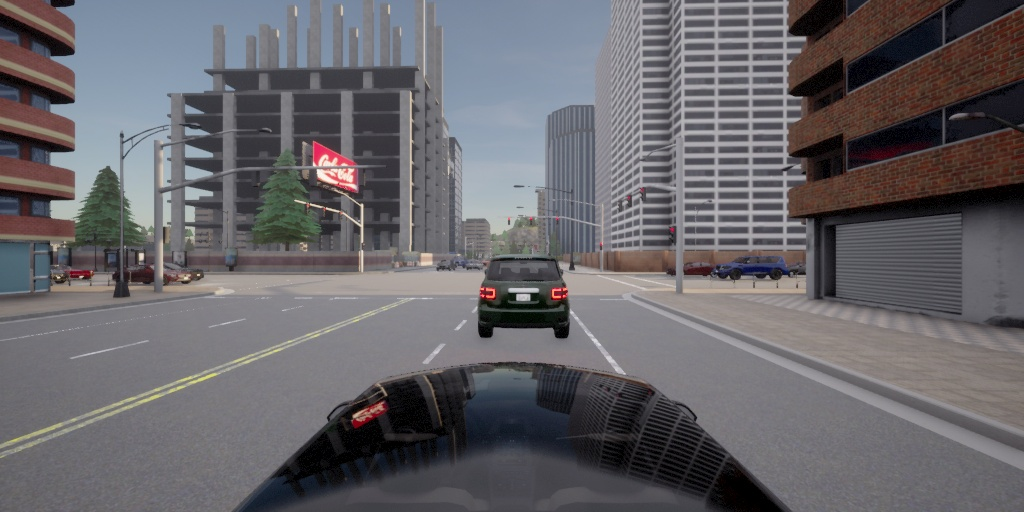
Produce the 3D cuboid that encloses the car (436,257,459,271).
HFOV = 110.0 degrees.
[{"bbox_3d":[-8.885,1.255,48.534,1.837,1.490,4.892,0,0,2],"label":"car"}]

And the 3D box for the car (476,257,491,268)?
[{"bbox_3d":[-4.859,1.101,61.754,2.097,1.767,4.553,0,0,2],"label":"car"}]

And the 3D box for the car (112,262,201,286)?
[{"bbox_3d":[-24.764,1.276,24.746,4.674,1.442,1.812,0,0,2],"label":"car"}]

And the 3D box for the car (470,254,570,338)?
[{"bbox_3d":[0.338,0.971,10.294,2.150,2.045,5.566,0,0,2],"label":"car"}]

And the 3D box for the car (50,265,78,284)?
[{"bbox_3d":[-34.010,1.255,25.046,4.892,1.490,1.837,0,0,2],"label":"car"}]

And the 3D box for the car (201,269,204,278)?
[{"bbox_3d":[-27.207,1.228,28.327,5.008,1.535,1.882,0,0,2],"label":"car"}]

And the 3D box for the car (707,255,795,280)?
[{"bbox_3d":[20.222,0.971,30.490,5.566,2.045,2.150,0,0,2],"label":"car"}]

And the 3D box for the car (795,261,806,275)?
[{"bbox_3d":[27.236,1.241,33.751,4.902,1.511,2.128,0,0,2],"label":"car"}]

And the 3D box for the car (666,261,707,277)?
[{"bbox_3d":[17.306,1.228,34.083,5.008,1.535,1.882,0,0,2],"label":"car"}]

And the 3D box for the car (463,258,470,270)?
[{"bbox_3d":[-5.282,1.351,51.169,1.895,1.301,4.718,0,0,2],"label":"car"}]

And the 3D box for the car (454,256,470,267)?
[{"bbox_3d":[-8.504,0.971,58.381,2.150,2.045,5.566,0,0,1],"label":"car"}]

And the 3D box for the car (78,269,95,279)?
[{"bbox_3d":[-36.499,1.351,28.630,4.718,1.301,1.895,0,0,2],"label":"car"}]
